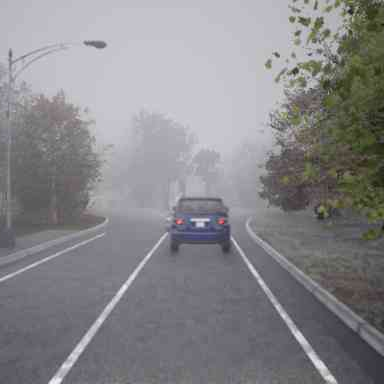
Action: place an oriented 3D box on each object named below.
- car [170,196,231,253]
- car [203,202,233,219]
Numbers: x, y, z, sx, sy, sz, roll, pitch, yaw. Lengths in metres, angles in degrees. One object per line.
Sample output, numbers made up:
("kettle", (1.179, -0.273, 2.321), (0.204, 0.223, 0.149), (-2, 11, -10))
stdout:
("car", (0.349, 1.159, 13.610), (2.150, 2.045, 5.566), (0, 0, 2))
("car", (2.560, 1.712, 31.684), (2.033, 1.411, 5.357), (0, -1, 13))
